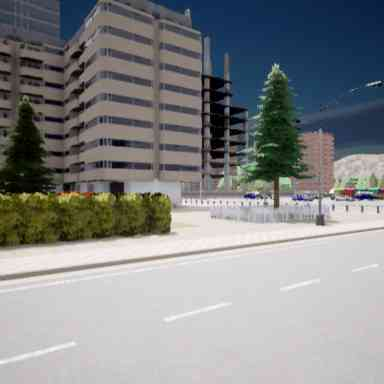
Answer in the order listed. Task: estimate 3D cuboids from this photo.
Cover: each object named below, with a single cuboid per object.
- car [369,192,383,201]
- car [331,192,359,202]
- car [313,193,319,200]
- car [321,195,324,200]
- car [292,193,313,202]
[{"bbox_3d":[46.085,1.117,80.289,1.932,1.855,4.605,0,0,-36],"label":"car"},{"bbox_3d":[32.374,1.356,70.413,1.970,1.475,3.806,0,0,-36],"label":"car"},{"bbox_3d":[30.670,1.324,87.739,1.784,1.438,3.905,0,0,-36],"label":"car"},{"bbox_3d":[32.827,1.114,89.337,1.932,1.855,4.605,0,0,-36],"label":"car"},{"bbox_3d":[28.312,1.355,86.060,1.970,1.475,3.806,0,0,-36],"label":"car"}]
